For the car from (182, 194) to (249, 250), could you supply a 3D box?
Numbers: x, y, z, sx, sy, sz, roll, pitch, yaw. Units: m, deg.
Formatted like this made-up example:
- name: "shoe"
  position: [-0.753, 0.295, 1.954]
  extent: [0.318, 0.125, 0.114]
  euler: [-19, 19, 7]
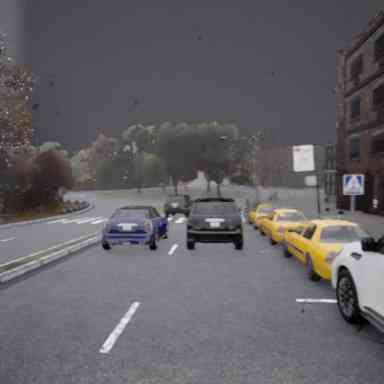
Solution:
- name: "car"
  position: [0.965, 1.234, 14.346]
  extent: [2.150, 2.045, 5.566]
  euler: [0, 0, 3]

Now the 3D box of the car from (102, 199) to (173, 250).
- name: "car"
  position: [-2.282, 1.357, 14.485]
  extent: [2.097, 1.767, 4.553]
  euler: [0, 0, 3]

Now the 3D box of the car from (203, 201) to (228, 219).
- name: "car"
  position: [2.157, 1.534, 29.198]
  extent: [1.994, 1.385, 4.181]
  euler: [0, 0, 7]

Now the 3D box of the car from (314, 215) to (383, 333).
- name: "car"
  position: [3.563, 1.204, 3.871]
  extent: [2.435, 2.045, 5.566]
  euler: [0, 0, 3]

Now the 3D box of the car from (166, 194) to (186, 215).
- name: "car"
  position: [-1.066, 1.220, 29.616]
  extent: [2.150, 2.045, 5.566]
  euler: [0, 0, 7]

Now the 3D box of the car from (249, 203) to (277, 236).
- name: "car"
  position: [4.588, 1.433, 20.696]
  extent: [1.946, 1.575, 5.366]
  euler: [0, 0, 4]

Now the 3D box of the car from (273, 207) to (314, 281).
- name: "car"
  position: [3.916, 1.445, 9.669]
  extent: [1.946, 1.575, 5.366]
  euler: [0, 0, 3]
